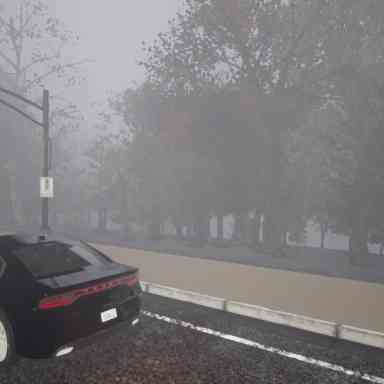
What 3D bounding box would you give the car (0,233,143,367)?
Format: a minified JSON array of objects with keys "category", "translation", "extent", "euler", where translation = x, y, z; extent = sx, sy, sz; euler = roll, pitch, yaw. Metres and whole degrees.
[{"category":"car","translation":[-3.086,1.477,5.881],"extent":[5.008,1.535,1.882],"euler":[0,0,37]}]
